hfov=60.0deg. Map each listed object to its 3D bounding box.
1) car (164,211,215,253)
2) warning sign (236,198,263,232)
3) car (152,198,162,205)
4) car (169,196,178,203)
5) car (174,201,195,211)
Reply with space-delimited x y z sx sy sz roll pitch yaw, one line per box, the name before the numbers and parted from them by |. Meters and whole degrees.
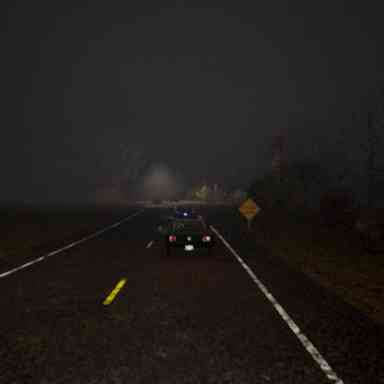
car | -0.138 1.726 14.189 1.895 1.301 4.718 0 0 -1
warning sign | 3.303 1.279 19.176 1.300 1.860 1.060 1 0 -2
car | -7.381 2.028 70.649 1.812 1.442 4.674 0 0 -6
car | -4.941 1.933 89.140 2.097 1.767 4.553 0 0 -8
car | -0.642 1.813 29.396 1.994 1.385 4.181 0 0 -3
